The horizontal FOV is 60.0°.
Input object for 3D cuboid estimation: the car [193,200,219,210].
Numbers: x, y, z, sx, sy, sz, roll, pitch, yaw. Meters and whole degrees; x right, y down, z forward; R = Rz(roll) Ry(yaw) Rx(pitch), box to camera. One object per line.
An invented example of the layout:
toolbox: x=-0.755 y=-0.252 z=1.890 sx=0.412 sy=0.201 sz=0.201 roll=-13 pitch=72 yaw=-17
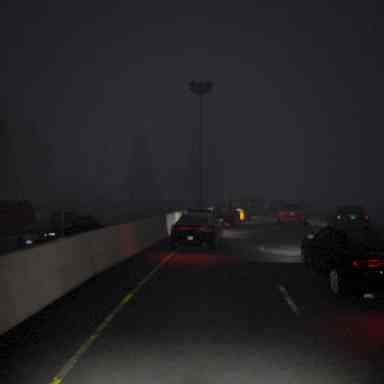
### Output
car: x=2.488 y=2.169 z=56.585 sx=2.033 sy=1.411 sz=5.357 roll=0 pitch=-1 yaw=32

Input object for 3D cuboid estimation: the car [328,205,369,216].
car: x=10.466 y=1.636 z=22.502 sx=2.097 sy=1.767 sz=4.553 roll=0 pitch=-1 yaw=15

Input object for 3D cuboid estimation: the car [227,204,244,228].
car: x=2.452 y=1.755 z=24.671 sx=1.882 sy=1.535 sz=5.008 roll=0 pitch=-1 yaw=16

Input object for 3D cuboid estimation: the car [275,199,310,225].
car: x=8.028 y=1.671 z=26.567 sx=2.097 sy=1.767 sz=4.553 roll=0 pitch=-1 yaw=17

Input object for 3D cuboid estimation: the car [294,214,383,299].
car: x=4.242 y=1.589 z=8.711 sx=1.882 sy=1.535 sz=5.008 roll=0 pitch=-1 yaw=6

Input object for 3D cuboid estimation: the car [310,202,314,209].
car: x=18.979 y=2.033 z=56.272 sx=2.097 sy=1.767 sz=4.553 roll=0 pitch=-1 yaw=39

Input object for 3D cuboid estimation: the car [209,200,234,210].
car: x=4.831 y=2.077 z=53.671 sx=1.882 sy=1.535 sz=5.008 roll=0 pitch=-1 yaw=31

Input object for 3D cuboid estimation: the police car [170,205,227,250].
police car: x=0.365 y=1.595 z=15.435 sx=1.930 sy=1.638 sz=5.238 roll=0 pitch=-1 yaw=10

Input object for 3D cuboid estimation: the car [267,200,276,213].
car: x=11.820 y=1.885 z=45.087 sx=2.097 sy=1.767 sz=4.553 roll=0 pitch=-1 yaw=31

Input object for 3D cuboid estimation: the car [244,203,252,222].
car: x=4.156 y=1.821 z=30.162 sx=1.882 sy=1.535 sz=5.008 roll=0 pitch=-1 yaw=19

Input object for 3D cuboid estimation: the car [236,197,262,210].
car: x=9.470 y=1.846 z=54.523 sx=2.150 sy=2.045 sz=5.566 roll=0 pitch=-1 yaw=33

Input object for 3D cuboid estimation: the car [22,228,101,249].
car: x=-5.701 y=1.631 z=14.821 sx=2.128 sy=1.511 sz=4.902 roll=0 pitch=-1 yaw=9
